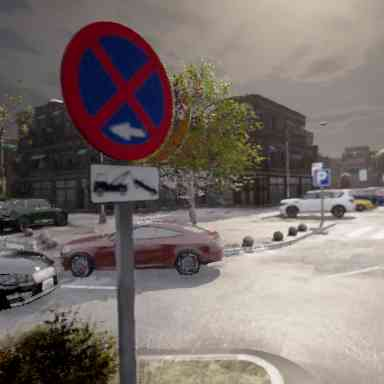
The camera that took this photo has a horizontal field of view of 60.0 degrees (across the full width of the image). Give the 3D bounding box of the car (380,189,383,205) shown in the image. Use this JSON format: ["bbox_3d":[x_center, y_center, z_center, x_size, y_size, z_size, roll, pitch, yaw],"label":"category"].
[{"bbox_3d":[19.012,0.844,37.671,5.008,1.535,2.097,-2,0,18],"label":"car"}]

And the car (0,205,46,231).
[{"bbox_3d":[-12.793,1.725,23.161,2.163,1.488,4.792,-1,0,17],"label":"car"}]

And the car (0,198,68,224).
[{"bbox_3d":[-10.445,1.401,21.437,2.435,2.045,5.566,-1,0,17],"label":"car"}]

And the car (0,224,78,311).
[{"bbox_3d":[-5.313,1.633,7.084,4.902,1.511,2.128,-1,0,9],"label":"car"}]

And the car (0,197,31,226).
[{"bbox_3d":[-15.172,1.489,24.940,2.435,2.045,5.566,-1,0,17],"label":"car"}]

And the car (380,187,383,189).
[{"bbox_3d":[20.846,0.660,40.046,4.553,1.767,2.185,-2,0,18],"label":"car"}]

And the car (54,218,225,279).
[{"bbox_3d":[-1.403,1.556,9.709,4.674,1.442,1.812,-1,1,0],"label":"car"}]

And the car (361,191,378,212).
[{"bbox_3d":[13.586,1.014,30.561,5.366,1.575,1.946,-2,0,18],"label":"car"}]

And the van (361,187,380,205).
[{"bbox_3d":[17.020,0.682,35.359,4.442,1.987,1.878,-2,0,18],"label":"van"}]

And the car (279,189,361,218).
[{"bbox_3d":[9.646,0.892,25.904,5.566,2.045,2.435,-2,0,18],"label":"car"}]
